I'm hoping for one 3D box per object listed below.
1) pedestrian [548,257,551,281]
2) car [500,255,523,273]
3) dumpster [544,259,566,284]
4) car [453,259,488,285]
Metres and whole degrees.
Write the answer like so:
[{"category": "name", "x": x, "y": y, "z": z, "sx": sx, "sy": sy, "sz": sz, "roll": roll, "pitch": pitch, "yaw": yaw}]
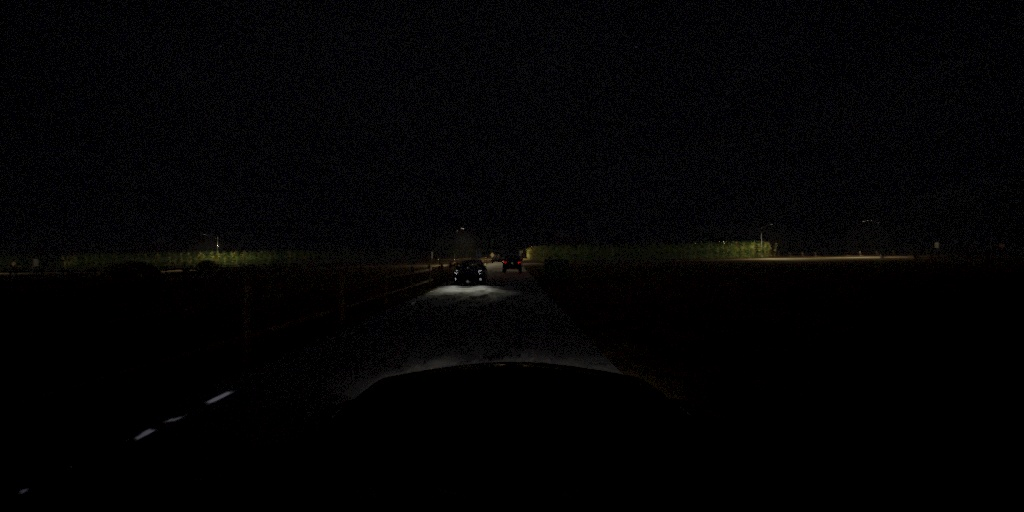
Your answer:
[{"category": "pedestrian", "x": 2.822, "y": 0.966, "z": 27.060, "sx": 0.375, "sy": 1.860, "sz": 0.375, "roll": 0, "pitch": 0, "yaw": -15}, {"category": "car", "x": 0.047, "y": 0.858, "z": 40.923, "sx": 2.150, "sy": 2.045, "sz": 5.566, "roll": 0, "pitch": 0, "yaw": 1}, {"category": "dumpster", "x": 3.122, "y": 1.093, "z": 26.062, "sx": 1.020, "sy": 1.700, "sz": 1.940, "roll": 0, "pitch": 0, "yaw": 0}, {"category": "car", "x": -2.849, "y": 1.051, "z": 25.336, "sx": 2.097, "sy": 1.767, "sz": 4.553, "roll": 0, "pitch": 0, "yaw": 0}]
